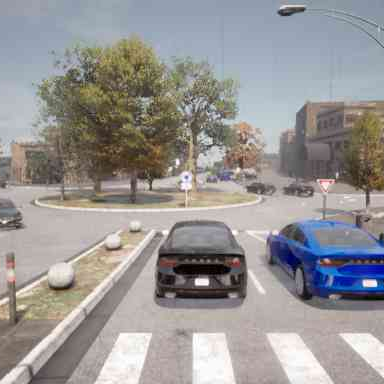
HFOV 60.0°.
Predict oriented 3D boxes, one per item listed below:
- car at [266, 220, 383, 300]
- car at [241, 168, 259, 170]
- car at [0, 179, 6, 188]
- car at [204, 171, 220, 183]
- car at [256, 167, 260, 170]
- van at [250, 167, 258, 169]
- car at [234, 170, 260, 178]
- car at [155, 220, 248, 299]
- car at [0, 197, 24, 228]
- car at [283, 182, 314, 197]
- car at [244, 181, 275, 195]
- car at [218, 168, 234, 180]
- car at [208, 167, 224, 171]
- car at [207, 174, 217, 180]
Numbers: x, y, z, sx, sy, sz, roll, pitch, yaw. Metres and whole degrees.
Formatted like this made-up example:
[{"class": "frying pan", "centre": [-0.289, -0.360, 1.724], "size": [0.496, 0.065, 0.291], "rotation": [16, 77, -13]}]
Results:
[{"class": "car", "centre": [3.211, 1.445, 8.425], "size": [1.882, 1.535, 5.008], "rotation": [0, 1, 1]}, {"class": "car", "centre": [13.610, -4.313, 82.421], "size": [4.553, 1.767, 2.185], "rotation": [1, 5, 10]}, {"class": "car", "centre": [-31.542, -1.397, 53.017], "size": [4.902, 1.511, 2.128], "rotation": [2, 5, 35]}, {"class": "car", "centre": [3.912, -2.772, 66.149], "size": [2.097, 1.767, 4.553], "rotation": [0, 5, 1]}, {"class": "car", "centre": [14.528, -4.955, 87.809], "size": [5.566, 2.045, 2.435], "rotation": [1, 6, 10]}, {"class": "van", "centre": [13.928, -4.673, 85.142], "size": [4.442, 1.987, 1.878], "rotation": [1, 6, 10]}, {"class": "car", "centre": [13.110, -3.931, 79.736], "size": [4.892, 1.521, 2.231], "rotation": [1, 5, 10]}, {"class": "car", "centre": [0.208, 1.442, 8.502], "size": [1.882, 1.535, 5.008], "rotation": [0, 1, 1]}, {"class": "car", "centre": [-10.530, 1.096, 18.061], "size": [1.837, 1.490, 4.892], "rotation": [-1, 4, -37]}, {"class": "car", "centre": [12.113, -0.354, 38.110], "size": [1.837, 1.490, 4.892], "rotation": [-1, 3, -10]}, {"class": "car", "centre": [8.209, -0.538, 40.733], "size": [1.837, 1.490, 4.892], "rotation": [0, 4, -22]}, {"class": "car", "centre": [7.589, -3.727, 75.004], "size": [2.150, 2.045, 5.566], "rotation": [1, 5, 9]}, {"class": "car", "centre": [6.135, -4.679, 85.150], "size": [2.150, 2.045, 5.566], "rotation": [1, 6, 10]}, {"class": "car", "centre": [4.630, -3.412, 75.699], "size": [1.895, 1.301, 4.718], "rotation": [1, 5, 9]}]
